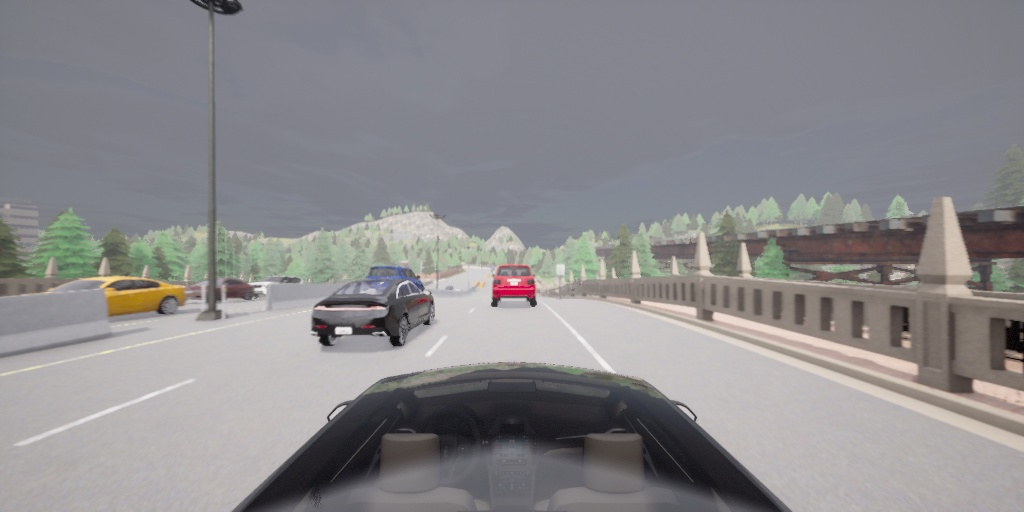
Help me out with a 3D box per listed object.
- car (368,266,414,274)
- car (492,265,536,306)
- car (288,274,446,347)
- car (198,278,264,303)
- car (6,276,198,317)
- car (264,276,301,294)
[{"bbox_3d":[-6.902,1.706,21.413,2.150,2.045,5.566,0,-4,0],"label":"car"},{"bbox_3d":[0.098,1.565,19.435,2.150,2.045,5.566,0,-4,0],"label":"car"},{"bbox_3d":[-3.401,1.364,9.673,2.128,1.511,4.902,0,-2,0],"label":"car"},{"bbox_3d":[-17.598,2.032,21.492,1.812,1.442,4.674,0,-4,0],"label":"car"},{"bbox_3d":[-14.099,1.455,12.385,1.882,1.535,5.008,0,-2,0],"label":"car"},{"bbox_3d":[-21.094,2.769,32.394,2.150,2.045,5.566,0,-7,0],"label":"car"}]
